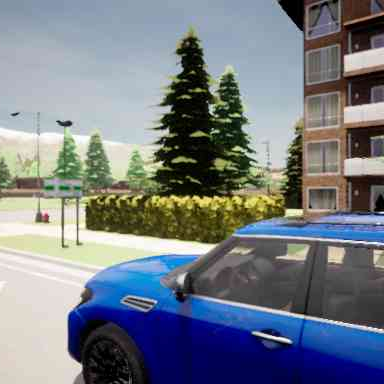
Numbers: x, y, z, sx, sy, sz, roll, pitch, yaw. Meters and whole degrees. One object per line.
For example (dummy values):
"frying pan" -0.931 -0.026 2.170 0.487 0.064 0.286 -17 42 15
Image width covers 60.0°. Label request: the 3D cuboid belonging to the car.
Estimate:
"car" 1.233 1.221 3.113 5.566 2.045 2.150 1 0 35
